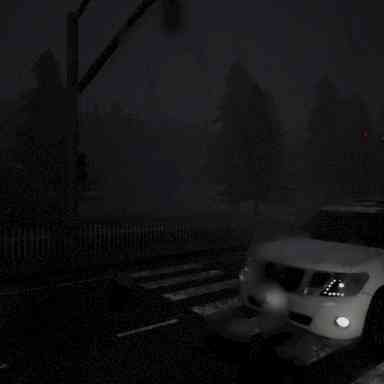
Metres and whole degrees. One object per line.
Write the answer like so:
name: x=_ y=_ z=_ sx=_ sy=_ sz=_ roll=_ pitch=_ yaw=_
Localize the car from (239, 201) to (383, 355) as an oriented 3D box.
car: x=3.459 y=1.223 z=6.455 sx=5.566 sy=2.045 sz=2.150 roll=0 pitch=0 yaw=-35
